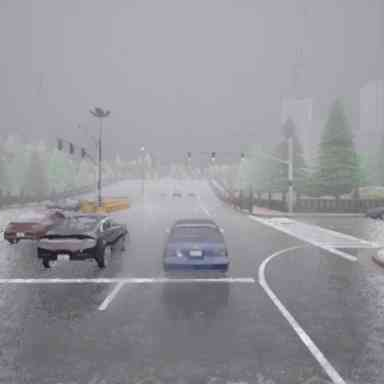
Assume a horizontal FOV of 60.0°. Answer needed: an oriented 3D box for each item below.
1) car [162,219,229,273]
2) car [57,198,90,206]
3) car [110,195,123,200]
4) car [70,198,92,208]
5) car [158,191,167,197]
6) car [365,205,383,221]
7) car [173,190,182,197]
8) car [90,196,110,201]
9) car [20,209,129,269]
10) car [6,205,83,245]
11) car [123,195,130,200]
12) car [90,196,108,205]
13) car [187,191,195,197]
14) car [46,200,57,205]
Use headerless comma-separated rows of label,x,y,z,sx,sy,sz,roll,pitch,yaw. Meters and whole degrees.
car,0.098,1.575,10.751,2.033,1.411,5.357,0,0,0
car,-14.048,1.626,39.648,1.812,1.442,4.674,0,0,-2
car,-14.059,1.488,58.090,2.097,1.767,4.553,0,0,0
car,-17.575,1.697,52.896,1.994,1.385,4.181,0,0,1
car,-7.164,0.504,82.252,1.895,1.301,4.718,0,6,0
car,16.873,1.573,27.405,4.892,1.490,1.837,0,0,0
car,-3.664,0.269,82.216,2.097,1.767,4.553,0,6,0
car,-14.090,1.601,48.981,1.882,1.535,5.008,0,0,0
car,-3.404,1.520,11.221,2.128,1.511,4.902,0,0,0
car,-6.901,1.565,15.712,1.812,1.442,4.674,0,0,0
car,-14.088,1.417,68.531,2.033,1.411,5.357,0,2,0
car,-17.559,1.556,63.219,2.128,1.511,4.902,0,1,0
car,-0.164,0.508,82.236,1.895,1.301,4.718,0,6,0
car,-17.597,1.712,44.082,1.895,1.301,4.718,0,0,0
